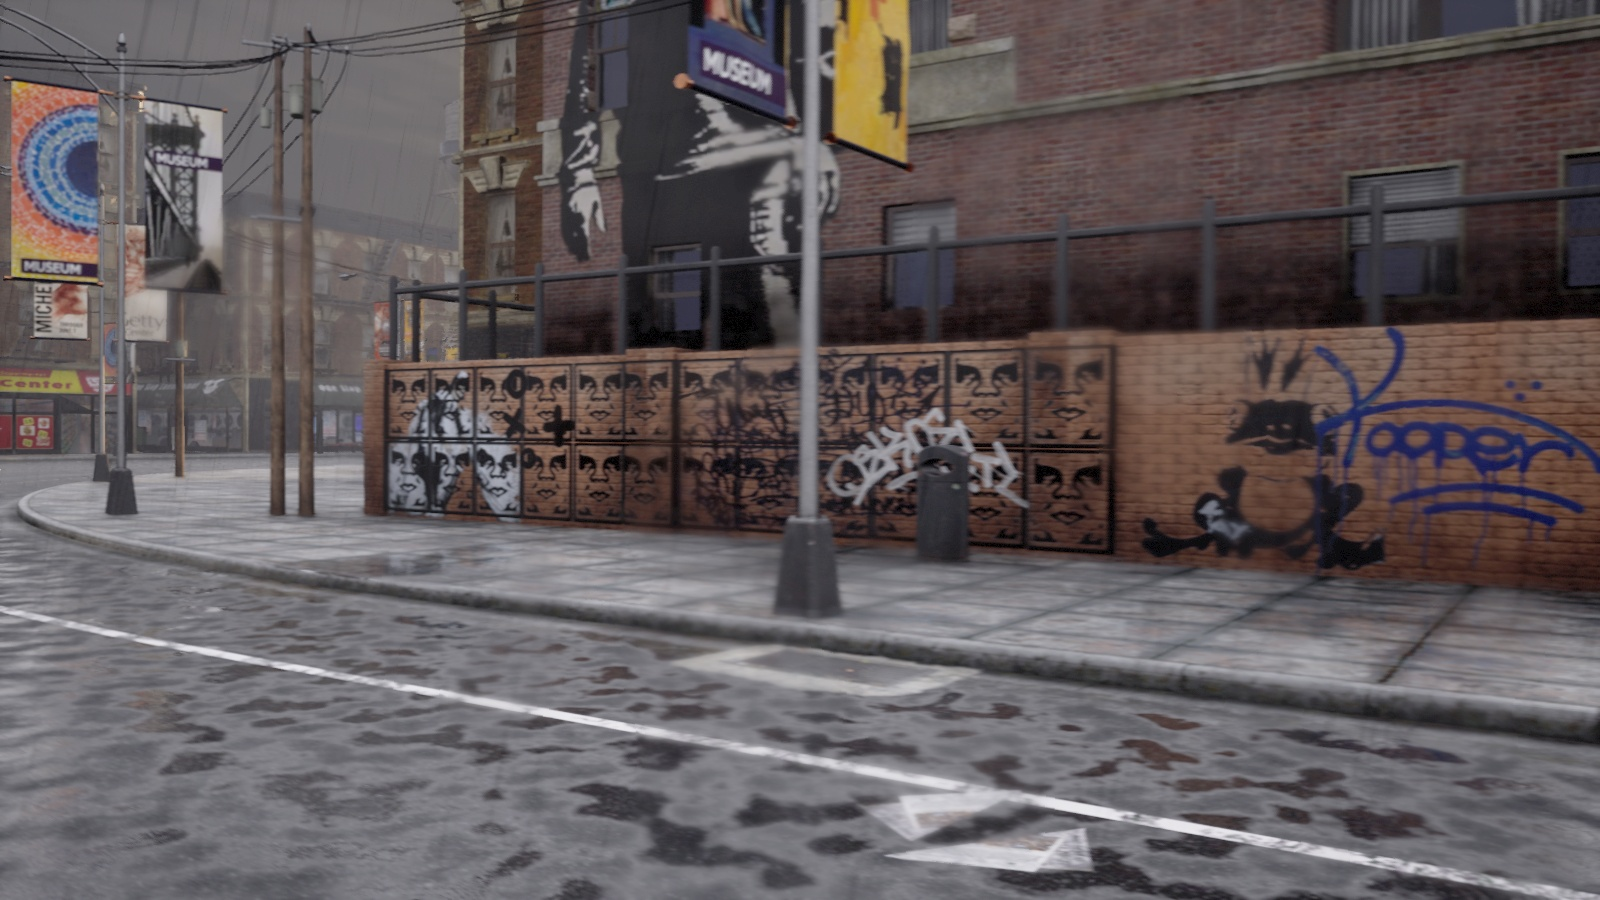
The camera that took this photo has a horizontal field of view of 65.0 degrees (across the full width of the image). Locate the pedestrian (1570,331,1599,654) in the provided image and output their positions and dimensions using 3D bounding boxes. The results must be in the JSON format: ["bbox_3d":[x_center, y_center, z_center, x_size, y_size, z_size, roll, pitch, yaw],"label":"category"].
[{"bbox_3d":[5.034,0.244,7.124,0.900,1.855,0.874,0,1,13],"label":"pedestrian"}]
